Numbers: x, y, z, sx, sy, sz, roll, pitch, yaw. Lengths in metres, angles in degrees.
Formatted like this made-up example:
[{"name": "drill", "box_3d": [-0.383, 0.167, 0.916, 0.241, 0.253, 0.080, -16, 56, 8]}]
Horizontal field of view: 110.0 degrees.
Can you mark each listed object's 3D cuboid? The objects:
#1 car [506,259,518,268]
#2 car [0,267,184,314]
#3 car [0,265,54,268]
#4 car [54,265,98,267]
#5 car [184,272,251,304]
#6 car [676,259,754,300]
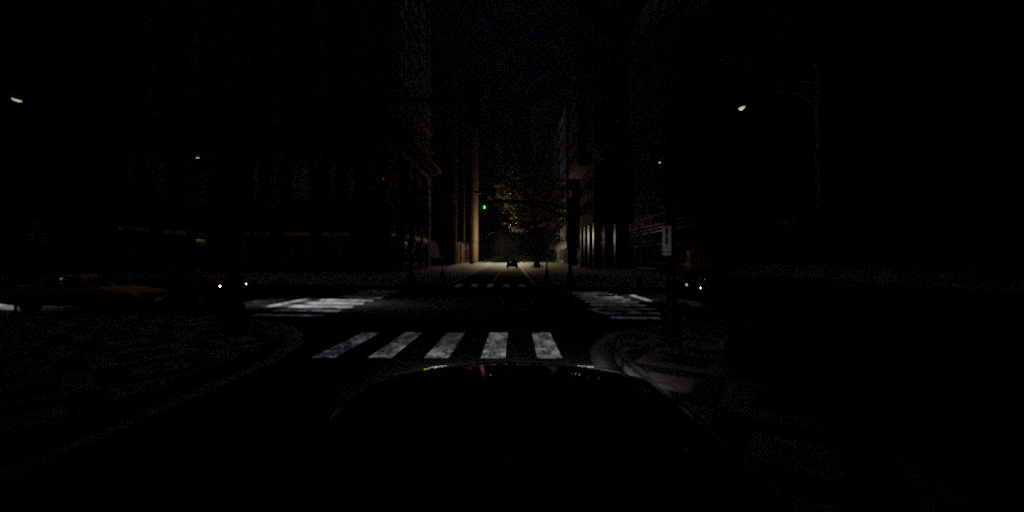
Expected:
[{"name": "car", "box_3d": [0.025, 1.331, 62.737, 1.837, 1.490, 4.892, 0, 0, 0]}, {"name": "car", "box_3d": [-14.950, 1.215, 12.729, 4.829, 1.417, 1.751, 0, 0, 0]}, {"name": "car", "box_3d": [-23.827, 1.162, 15.437, 5.357, 1.411, 2.033, 1, 0, 0]}, {"name": "car", "box_3d": [-26.331, 1.187, 21.308, 4.313, 1.339, 1.948, 0, 0, 0]}, {"name": "car", "box_3d": [-14.084, 1.317, 15.390, 4.718, 1.301, 1.895, 1, 0, 0]}, {"name": "car", "box_3d": [11.768, 1.154, 18.472, 5.566, 2.045, 2.150, 0, 0, 0]}]
